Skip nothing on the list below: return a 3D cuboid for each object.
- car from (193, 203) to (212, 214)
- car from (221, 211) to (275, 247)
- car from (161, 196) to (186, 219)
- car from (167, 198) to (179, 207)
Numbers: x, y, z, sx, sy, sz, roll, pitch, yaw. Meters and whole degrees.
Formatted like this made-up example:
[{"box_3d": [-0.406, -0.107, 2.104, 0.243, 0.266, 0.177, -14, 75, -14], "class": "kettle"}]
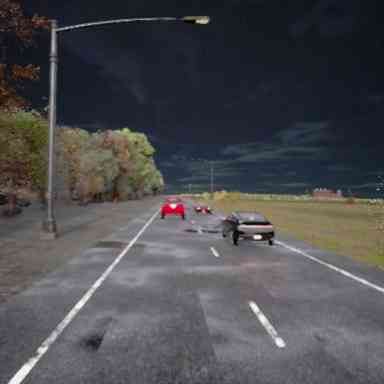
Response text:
[{"box_3d": [1.204, 1.940, 40.327, 1.895, 1.301, 4.718, 1, 0, -3], "class": "car"}, {"box_3d": [2.584, 1.675, 16.250, 2.128, 1.511, 4.902, 1, 0, -3], "class": "car"}, {"box_3d": [-1.817, 1.434, 32.016, 2.150, 2.045, 5.566, 1, -1, -3], "class": "car"}, {"box_3d": [-3.368, 1.861, 59.031, 1.882, 1.535, 5.008, 1, -1, -3], "class": "car"}]
